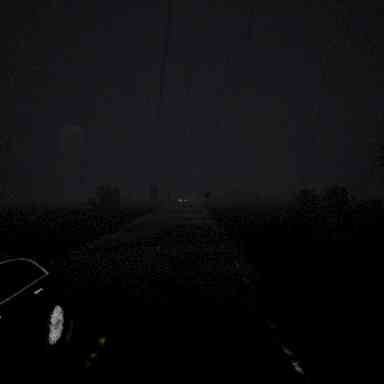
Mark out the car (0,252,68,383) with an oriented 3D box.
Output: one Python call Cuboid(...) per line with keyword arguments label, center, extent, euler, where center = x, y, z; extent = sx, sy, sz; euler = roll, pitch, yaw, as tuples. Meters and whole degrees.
Cuboid(label="car", center=(-2.850, 1.506, 3.390), extent=(1.837, 1.490, 4.892), euler=(0, 0, 0))
